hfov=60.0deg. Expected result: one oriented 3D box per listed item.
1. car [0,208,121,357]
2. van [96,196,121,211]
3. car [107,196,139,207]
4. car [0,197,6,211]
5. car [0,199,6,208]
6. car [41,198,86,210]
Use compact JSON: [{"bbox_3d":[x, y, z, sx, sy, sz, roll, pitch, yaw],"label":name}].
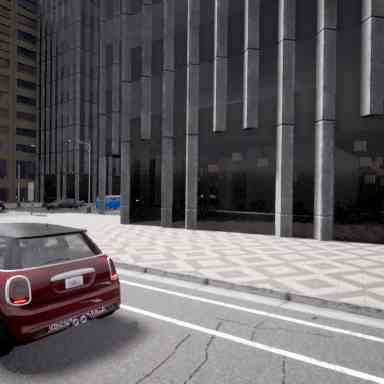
[{"bbox_3d":[-3.474,1.349,6.155,4.553,1.767,2.097,0,0,35],"label":"car"},{"bbox_3d":[-9.690,1.339,40.271,1.690,1.788,3.998,1,1,36],"label":"van"},{"bbox_3d":[-10.208,1.428,49.578,1.812,1.442,4.674,1,1,36],"label":"car"},{"bbox_3d":[-22.972,1.324,36.432,1.967,1.590,4.097,1,1,36],"label":"car"},{"bbox_3d":[-21.543,1.278,33.785,2.097,1.767,4.553,1,1,35],"label":"car"},{"bbox_3d":[-15.955,1.461,41.608,2.033,1.411,5.357,1,1,36],"label":"car"}]
